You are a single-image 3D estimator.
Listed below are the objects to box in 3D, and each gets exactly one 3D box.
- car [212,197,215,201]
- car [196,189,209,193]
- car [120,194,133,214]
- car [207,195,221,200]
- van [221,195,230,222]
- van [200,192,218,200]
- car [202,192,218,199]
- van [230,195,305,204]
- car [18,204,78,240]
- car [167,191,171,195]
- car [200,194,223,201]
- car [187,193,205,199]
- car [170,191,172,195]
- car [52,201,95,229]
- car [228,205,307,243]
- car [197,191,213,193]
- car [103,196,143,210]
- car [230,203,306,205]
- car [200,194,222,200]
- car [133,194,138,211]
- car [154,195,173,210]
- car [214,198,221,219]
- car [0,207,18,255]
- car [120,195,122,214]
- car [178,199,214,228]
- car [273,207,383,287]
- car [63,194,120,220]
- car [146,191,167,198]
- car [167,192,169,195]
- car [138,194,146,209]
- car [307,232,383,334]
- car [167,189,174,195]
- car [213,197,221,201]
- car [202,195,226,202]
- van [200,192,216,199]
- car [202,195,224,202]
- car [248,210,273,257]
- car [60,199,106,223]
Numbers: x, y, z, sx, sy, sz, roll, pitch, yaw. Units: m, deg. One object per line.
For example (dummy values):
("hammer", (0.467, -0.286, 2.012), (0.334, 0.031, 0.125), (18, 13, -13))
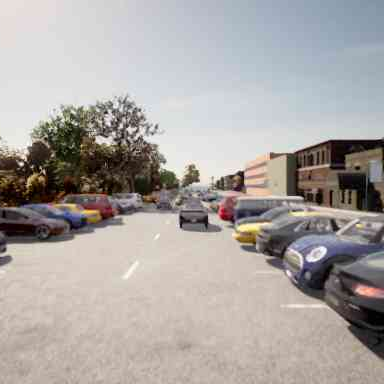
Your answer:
("car", (4.547, 1.506, 33.067), (4.674, 1.452, 2.002), (0, 0, 0))
("car", (4.445, 0.952, 81.564), (5.566, 2.045, 2.435), (0, 0, 0))
("car", (-8.562, 1.340, 32.945), (4.553, 1.767, 2.185), (0, 0, 0))
("car", (4.536, 1.500, 41.275), (4.674, 1.452, 2.002), (-1, 0, 0))
("van", (4.663, 1.247, 24.593), (4.442, 1.987, 1.878), (0, 0, 0))
("van", (4.309, 0.970, 84.390), (4.442, 1.987, 1.878), (0, 0, 0))
("car", (4.338, 1.277, 64.609), (4.792, 1.488, 2.163), (0, 0, 0))
("van", (4.662, 1.251, 19.151), (4.442, 1.987, 1.878), (0, 0, 0))
("car", (-8.505, 1.507, 16.360), (4.792, 1.488, 2.163), (0, 0, 0))
("car", (-8.175, 1.210, 78.735), (4.892, 1.521, 2.231), (0, 0, 0))
("car", (4.406, 1.218, 75.914), (5.008, 1.535, 2.097), (0, 0, 0))
("car", (0.120, 1.333, 39.248), (2.097, 1.767, 4.553), (0, 0, 0))
("car", (-8.122, 1.224, 84.257), (4.792, 1.488, 2.163), (0, 0, 0))
("car", (-8.540, 1.476, 19.146), (5.008, 1.535, 2.097), (0, 0, 0))
("car", (4.358, 1.476, 13.584), (5.366, 1.575, 1.946), (0, 0, 0))
("car", (4.207, 1.222, 73.088), (5.366, 1.575, 1.946), (0, 0, 0))
("car", (-8.497, 1.334, 41.425), (4.553, 1.767, 2.185), (0, 0, 0))
("car", (4.551, 1.479, 16.367), (4.892, 1.521, 2.231), (0, 0, 0))
("car", (4.404, 1.210, 78.739), (5.008, 1.535, 2.097), (0, 0, 0))
("car", (-8.561, 1.338, 35.730), (4.553, 1.767, 2.185), (0, 0, 0))
("car", (-3.482, 1.479, 42.782), (1.837, 1.490, 4.892), (0, 0, 0))
("car", (4.554, 1.471, 27.500), (4.892, 1.521, 2.231), (0, 0, 0))
("car", (-8.568, 1.354, 10.791), (4.553, 1.767, 2.185), (0, 0, 0))
("car", (-8.501, 1.344, 27.500), (4.553, 1.767, 2.185), (0, 0, 0))
("car", (0.106, 1.485, 22.328), (2.128, 1.511, 4.902), (0, 0, 0))
("car", (4.574, 1.356, 8.017), (4.553, 1.767, 2.185), (0, 0, 0))
("car", (-8.561, 1.220, 24.590), (5.566, 2.045, 2.435), (0, 0, 0))
("car", (-8.164, 1.106, 70.263), (4.553, 1.767, 2.185), (0, 0, 0))
("car", (-8.182, 1.224, 72.963), (5.008, 1.535, 2.097), (0, 0, 0))
("car", (-8.558, 1.210, 38.640), (5.566, 2.045, 2.435), (0, 0, 0))
("car", (4.539, 1.521, 5.234), (4.674, 1.452, 2.002), (0, 0, 0))
("car", (-8.114, 0.936, 87.080), (5.566, 2.045, 2.435), (0, 0, 0))
("car", (4.578, 1.498, 30.284), (4.792, 1.488, 2.163), (0, 0, 0))
("car", (4.373, 1.280, 67.436), (4.674, 1.452, 2.002), (0, 0, 0))
("van", (4.325, 0.951, 89.920), (4.442, 1.987, 1.878), (0, 0, 0))
("car", (4.381, 1.273, 70.262), (4.674, 1.452, 2.002), (0, 0, 0))
("car", (4.537, 1.482, 10.801), (4.892, 1.521, 2.231), (0, 0, 0))
("car", (-8.719, 1.471, 21.806), (5.366, 1.575, 1.946), (0, 0, 0))
